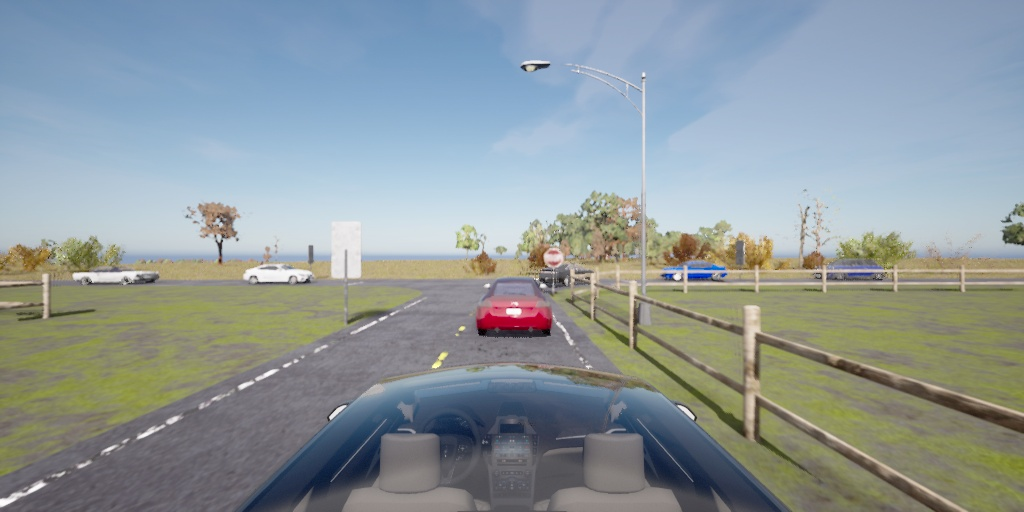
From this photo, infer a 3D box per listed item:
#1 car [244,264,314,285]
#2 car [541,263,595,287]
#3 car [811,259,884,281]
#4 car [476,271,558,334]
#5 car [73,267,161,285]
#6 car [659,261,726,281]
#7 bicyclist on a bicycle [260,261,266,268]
[{"bbox_3d":[-17.120,1.323,26.416,4.674,1.442,1.812,0,0,1],"label":"car"},{"bbox_3d":[3.985,1.235,24.479,4.902,1.511,2.128,0,-1,-43],"label":"car"},{"bbox_3d":[27.039,1.040,29.006,4.553,1.767,2.097,0,0,0],"label":"car"},{"bbox_3d":[0.093,1.315,10.688,1.994,1.385,4.181,0,0,1],"label":"car"},{"bbox_3d":[-29.078,1.433,26.524,4.718,1.301,1.895,0,0,1],"label":"car"},{"bbox_3d":[14.618,1.189,29.114,5.008,1.535,1.882,0,0,0],"label":"car"},{"bbox_3d":[-22.501,1.265,32.442,0.582,1.620,1.656,0,0,0],"label":"bicyclist on a bicycle"}]
